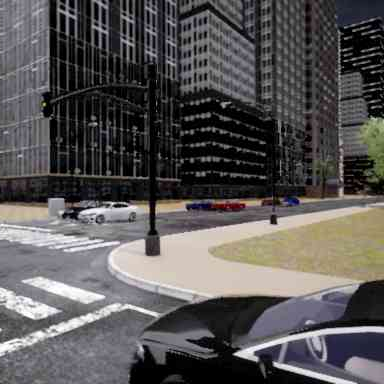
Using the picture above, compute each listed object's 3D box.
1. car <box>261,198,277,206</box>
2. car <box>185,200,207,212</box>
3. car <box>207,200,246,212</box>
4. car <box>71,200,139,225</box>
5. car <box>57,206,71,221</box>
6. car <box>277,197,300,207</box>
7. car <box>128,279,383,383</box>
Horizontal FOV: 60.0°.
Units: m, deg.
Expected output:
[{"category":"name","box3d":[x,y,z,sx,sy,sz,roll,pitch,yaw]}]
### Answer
[{"category":"car","box3d":[12.616,1.569,53.231,1.994,1.385,4.181,0,0,37]},{"category":"car","box3d":[1.229,1.546,38.297,1.895,1.301,4.718,0,0,37]},{"category":"car","box3d":[4.038,1.525,36.625,1.895,1.301,4.718,0,0,37]},{"category":"car","box3d":[-5.780,1.427,23.618,1.812,1.442,4.674,0,0,37]},{"category":"car","box3d":[-8.051,1.415,26.003,2.128,1.511,4.902,0,0,37]},{"category":"car","box3d":[15.210,1.515,51.274,1.812,1.442,4.674,0,0,37]},{"category":"car","box3d":[1.615,1.491,2.533,4.902,1.511,2.128,1,0,35]}]
